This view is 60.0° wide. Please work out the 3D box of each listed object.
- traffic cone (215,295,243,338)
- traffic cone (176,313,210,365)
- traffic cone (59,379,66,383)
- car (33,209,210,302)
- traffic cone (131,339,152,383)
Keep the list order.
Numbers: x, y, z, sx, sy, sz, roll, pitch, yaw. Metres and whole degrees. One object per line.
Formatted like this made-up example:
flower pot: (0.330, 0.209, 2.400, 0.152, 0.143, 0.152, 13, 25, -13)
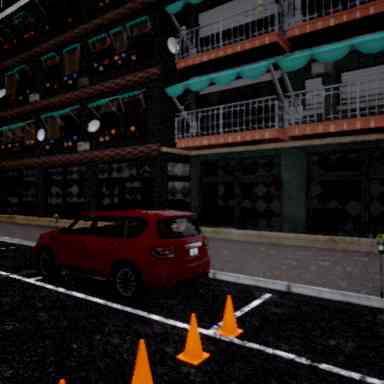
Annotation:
traffic cone: (0.596, 1.973, 5.388, 0.340, 0.580, 0.340, 0, 0, 36)
traffic cone: (0.013, 1.970, 4.575, 0.340, 0.580, 0.340, 0, 0, 36)
traffic cone: (-1.152, 1.964, 2.950, 0.340, 0.580, 0.340, 0, 0, 36)
car: (-1.909, 1.338, 8.377, 5.009, 1.841, 2.192, 0, 0, 36)
traffic cone: (-0.570, 1.967, 3.763, 0.340, 0.580, 0.340, 0, 0, 36)
